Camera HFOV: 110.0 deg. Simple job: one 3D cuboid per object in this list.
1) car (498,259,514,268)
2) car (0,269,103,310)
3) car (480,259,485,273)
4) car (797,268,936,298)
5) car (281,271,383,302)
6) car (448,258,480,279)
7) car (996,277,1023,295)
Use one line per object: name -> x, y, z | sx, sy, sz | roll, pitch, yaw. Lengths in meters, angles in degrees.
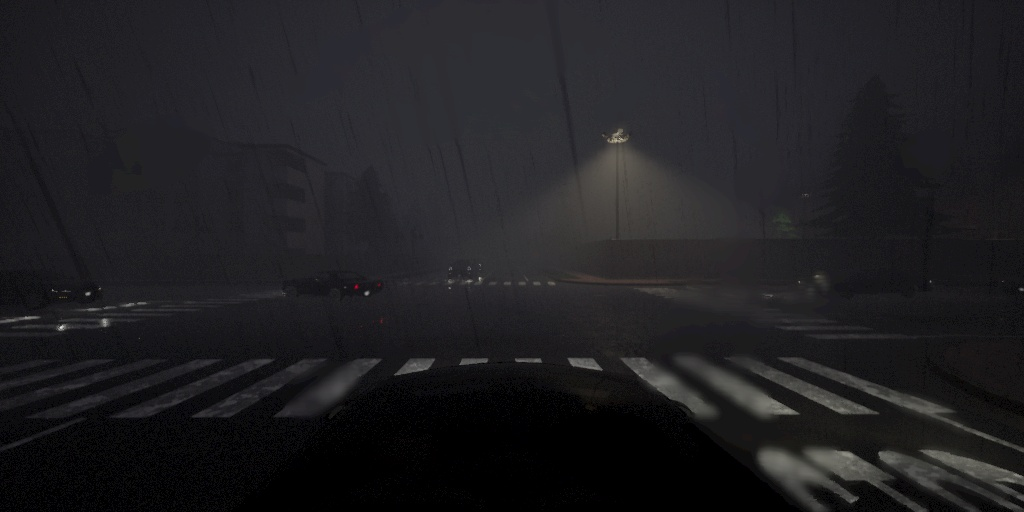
car -> -1.017, 1.233, 59.742 | 2.033, 1.411, 5.357 | 0, 0, -15
car -> -19.076, 1.245, 13.993 | 4.892, 1.490, 1.837 | 0, 0, -2
car -> -4.404, 1.054, 42.268 | 2.097, 1.767, 4.553 | 0, 0, 0
car -> 17.357, 1.285, 17.670 | 5.357, 1.411, 2.033 | 0, 0, 0
car -> -8.426, 1.339, 16.687 | 4.718, 1.301, 1.895 | 0, 0, 24
car -> -4.399, 1.062, 32.357 | 2.097, 1.767, 4.553 | 0, 0, 1
car -> 27.264, 1.338, 17.627 | 4.718, 1.301, 1.895 | 0, 0, 0
